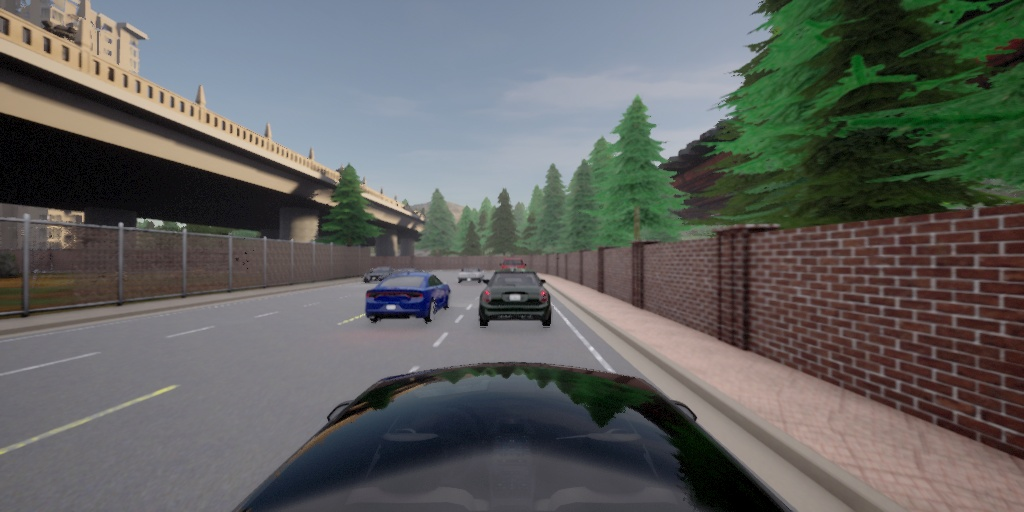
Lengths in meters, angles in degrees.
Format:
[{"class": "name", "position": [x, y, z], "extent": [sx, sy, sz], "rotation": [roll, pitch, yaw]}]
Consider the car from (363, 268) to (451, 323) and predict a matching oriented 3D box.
[{"class": "car", "position": [-3.409, 1.318, 12.597], "extent": [1.882, 1.535, 5.008], "rotation": [0, -1, 0]}]

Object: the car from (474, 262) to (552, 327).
[{"class": "car", "position": [0.092, 1.188, 12.044], "extent": [2.097, 1.767, 4.553], "rotation": [0, -1, 0]}]

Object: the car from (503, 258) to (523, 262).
[{"class": "car", "position": [0.092, 1.219, 31.358], "extent": [2.150, 2.045, 5.566], "rotation": [0, 0, 0]}]

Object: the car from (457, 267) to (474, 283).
[{"class": "car", "position": [-3.406, 1.593, 30.696], "extent": [1.895, 1.301, 4.718], "rotation": [0, 0, 0]}]

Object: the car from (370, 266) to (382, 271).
[{"class": "car", "position": [-10.639, 1.547, 29.657], "extent": [1.994, 1.385, 4.181], "rotation": [0, 0, 0]}]

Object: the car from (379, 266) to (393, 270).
[{"class": "car", "position": [-7.115, 1.503, 24.403], "extent": [1.994, 1.385, 4.181], "rotation": [0, 0, 0]}]
